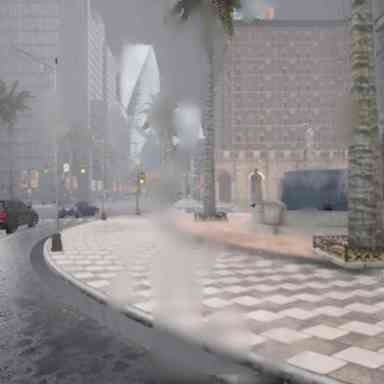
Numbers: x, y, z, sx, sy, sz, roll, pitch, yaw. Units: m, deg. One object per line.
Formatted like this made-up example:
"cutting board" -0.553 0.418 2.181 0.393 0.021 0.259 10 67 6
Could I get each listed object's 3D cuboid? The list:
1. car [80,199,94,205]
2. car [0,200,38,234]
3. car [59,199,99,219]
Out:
"car" -26.092 2.438 82.845 2.161 1.482 4.786 0 0 -1
"car" -11.889 1.505 21.379 2.150 2.045 5.566 0 0 -6
"car" -11.384 1.734 33.799 2.097 1.767 4.553 0 -1 13
